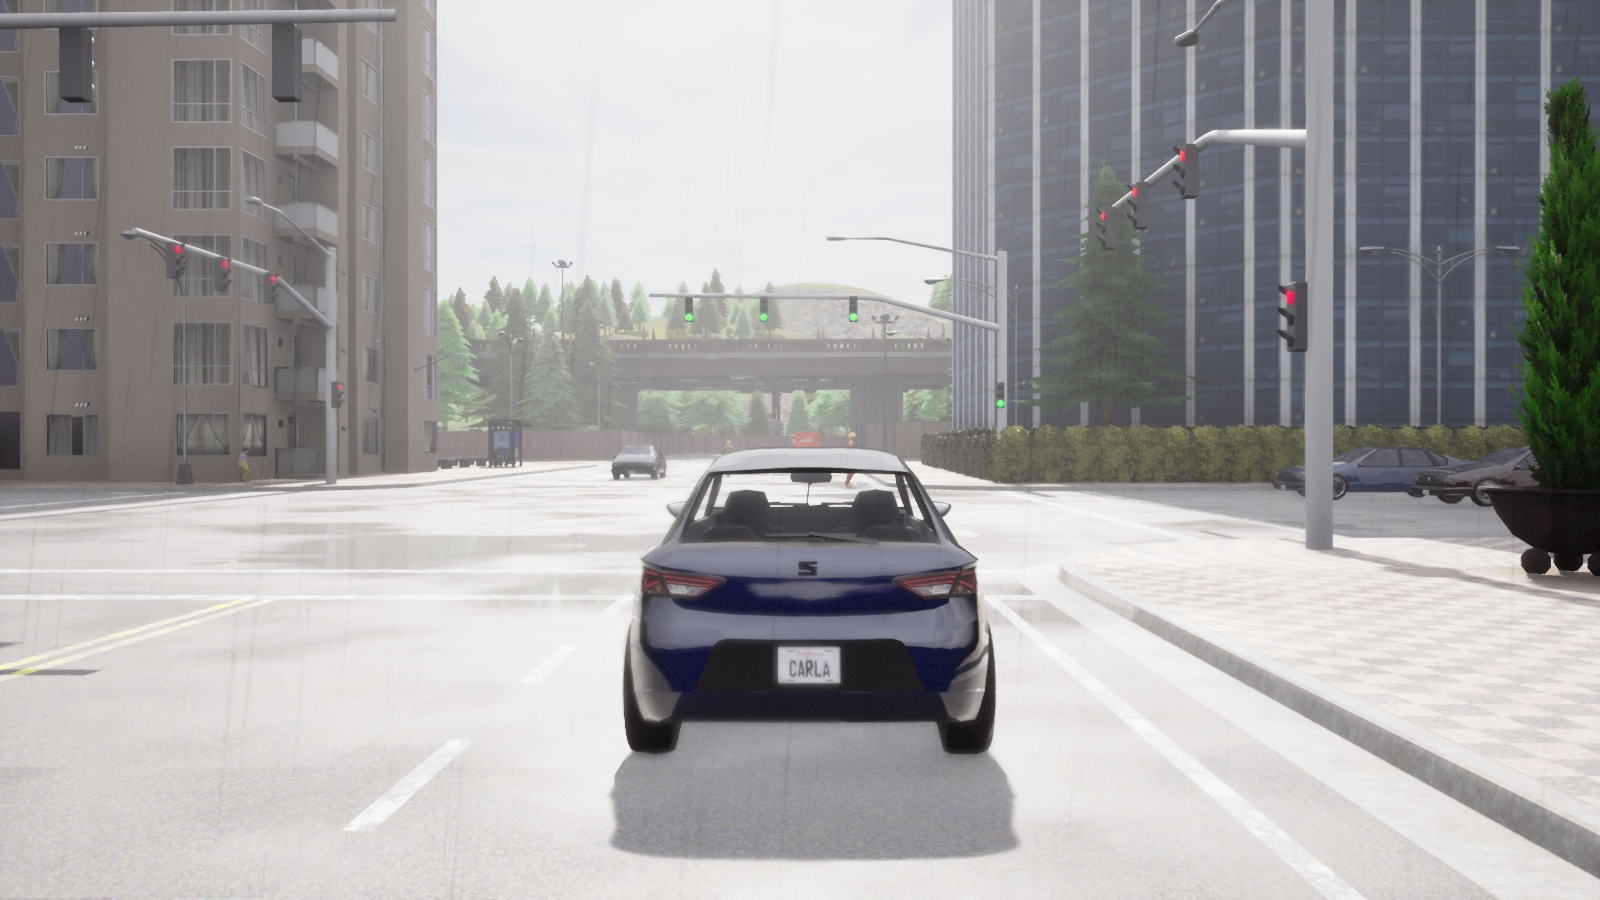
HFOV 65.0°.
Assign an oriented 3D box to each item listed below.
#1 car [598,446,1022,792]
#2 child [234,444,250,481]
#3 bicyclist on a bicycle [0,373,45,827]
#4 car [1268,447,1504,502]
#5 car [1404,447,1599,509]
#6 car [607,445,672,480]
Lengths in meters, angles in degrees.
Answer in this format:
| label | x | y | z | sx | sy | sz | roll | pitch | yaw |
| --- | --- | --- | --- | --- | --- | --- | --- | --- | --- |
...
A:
| label | x | y | z | sx | sy | sz | roll | pitch | yaw |
| --- | --- | --- | --- | --- | --- | --- | --- | --- | --- |
| car | 0.054 | 0.718 | 7.486 | 1.816 | 1.474 | 4.193 | 0 | 0 | 0 |
| child | -18.965 | 0.431 | 42.681 | 0.437 | 1.263 | 0.270 | 0 | 0 | -11 |
| bicyclist on a bicycle | -3.463 | 0.590 | 4.279 | 0.659 | 1.776 | 1.843 | 0 | 0 | 0 |
| car | 15.528 | 0.619 | 33.482 | 5.357 | 1.411 | 2.033 | 0 | 0 | 0 |
| car | 17.599 | 0.641 | 29.990 | 5.357 | 1.411 | 2.033 | 0 | 0 | 0 |
| car | -6.708 | 0.493 | 52.942 | 2.033 | 1.411 | 5.357 | 0 | 0 | 0 |
